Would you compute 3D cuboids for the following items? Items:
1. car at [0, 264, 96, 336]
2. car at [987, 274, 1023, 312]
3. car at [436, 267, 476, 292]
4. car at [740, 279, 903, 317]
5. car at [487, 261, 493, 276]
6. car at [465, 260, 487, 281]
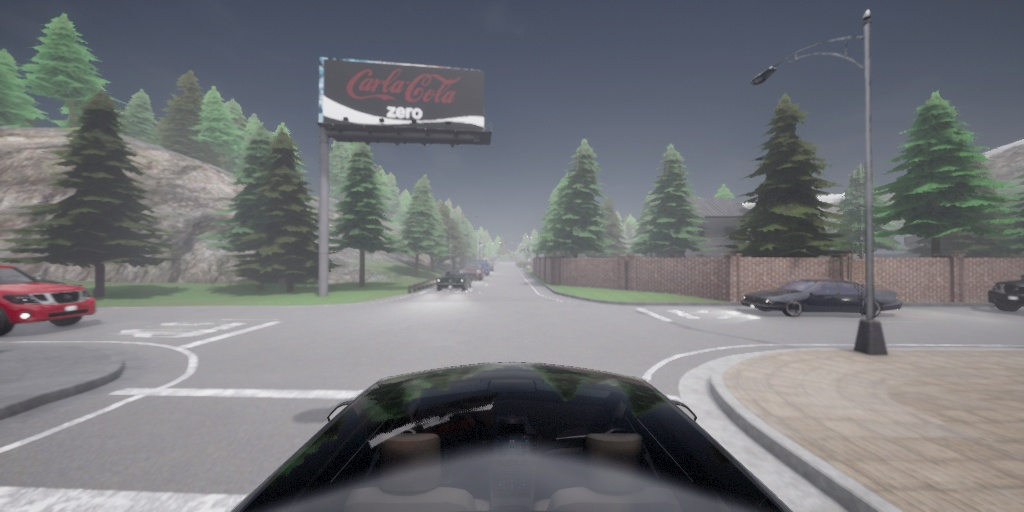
[{"bbox_3d":[-16.122,1.223,10.531,5.566,2.045,2.150,0,-1,-8],"label":"car"},{"bbox_3d":[23.027,1.351,14.464,5.566,2.045,2.150,0,-1,1],"label":"car"},{"bbox_3d":[-3.822,1.620,24.270,1.895,1.301,4.718,0,-1,-1],"label":"car"},{"bbox_3d":[12.411,1.656,14.549,5.357,1.411,2.033,0,-1,0],"label":"car"},{"bbox_3d":[-4.012,1.500,45.802,2.150,2.045,5.566,0,0,0],"label":"car"},{"bbox_3d":[-3.923,1.507,35.485,2.097,1.767,4.553,0,-1,0],"label":"car"}]
